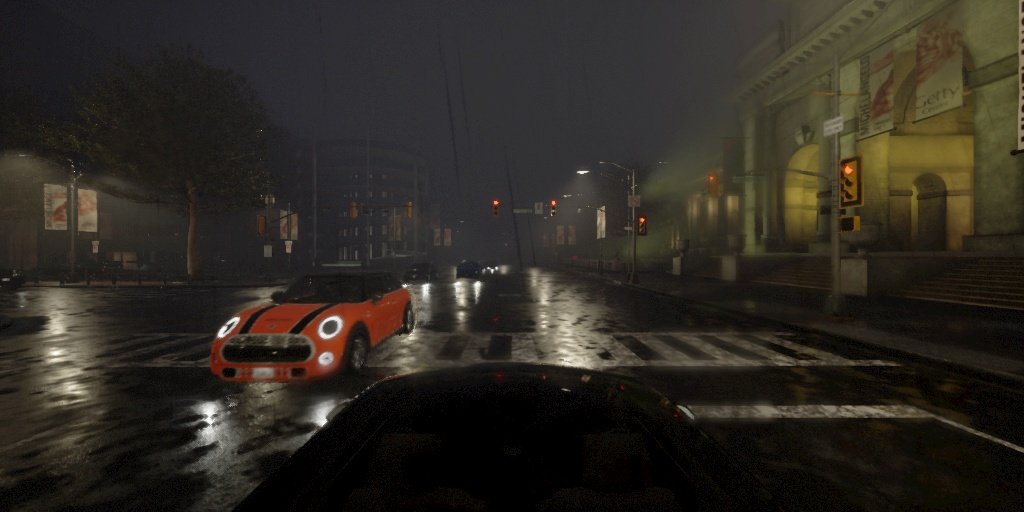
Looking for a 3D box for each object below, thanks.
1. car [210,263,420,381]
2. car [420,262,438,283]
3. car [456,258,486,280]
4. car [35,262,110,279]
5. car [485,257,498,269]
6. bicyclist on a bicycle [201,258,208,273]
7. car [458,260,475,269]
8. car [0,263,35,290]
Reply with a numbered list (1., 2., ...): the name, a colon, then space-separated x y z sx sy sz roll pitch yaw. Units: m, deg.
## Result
1. car: -3.601 1.102 7.436 2.097 1.767 4.553 0 0 0
2. car: -7.099 1.255 28.389 1.837 1.490 4.892 0 0 0
3. car: -3.597 1.227 30.863 1.882 1.535 5.008 0 0 0
4. car: -39.222 1.351 31.752 4.718 1.301 1.895 0 0 0
5. car: -3.603 1.314 56.241 1.994 1.385 4.181 0 0 0
6. bicyclist on a bicycle: -34.228 1.051 39.560 0.582 1.620 1.656 0 0 0
7. car: -7.095 1.297 56.145 2.033 1.411 5.357 0 0 0
8. car: -31.114 0.971 20.095 5.566 2.045 2.150 0 0 0
